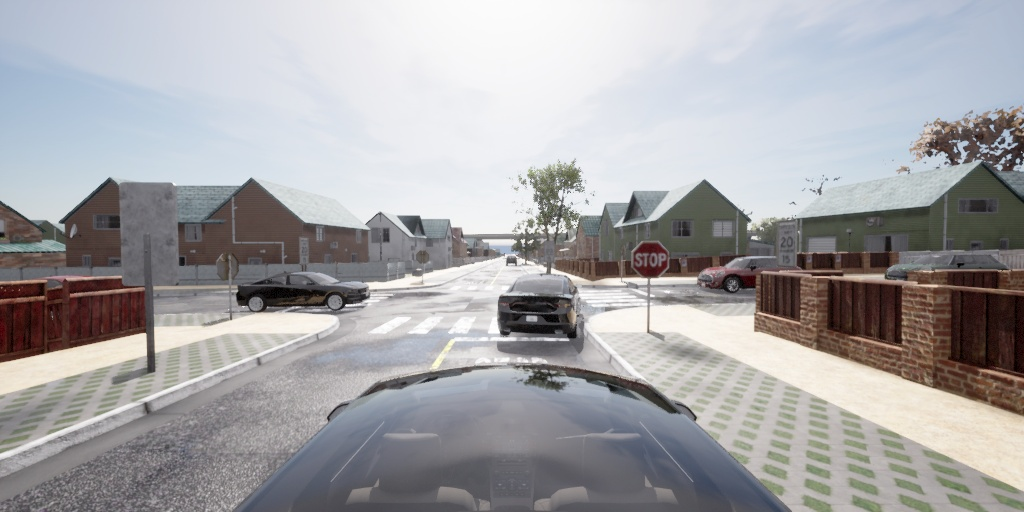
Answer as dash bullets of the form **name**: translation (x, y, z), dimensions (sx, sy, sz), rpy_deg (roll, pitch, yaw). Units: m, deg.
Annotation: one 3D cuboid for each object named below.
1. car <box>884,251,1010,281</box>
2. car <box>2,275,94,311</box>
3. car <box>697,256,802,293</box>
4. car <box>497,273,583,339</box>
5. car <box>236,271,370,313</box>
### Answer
- **car**: translation (21.681, 0.646, 17.986), dimensions (4.553, 1.767, 2.097), rpy_deg (-1, 2, 0)
- **car**: translation (-18.038, 1.546, 14.719), dimensions (5.008, 1.535, 1.882), rpy_deg (-1, 2, 0)
- **car**: translation (11.786, 0.820, 17.902), dimensions (4.553, 1.767, 2.097), rpy_deg (-1, 2, 0)
- **car**: translation (0.947, 1.224, 10.279), dimensions (1.882, 1.535, 5.008), rpy_deg (0, 0, 12)
- **car**: translation (-8.485, 1.376, 14.793), dimensions (5.008, 1.535, 1.882), rpy_deg (-1, 2, 0)
